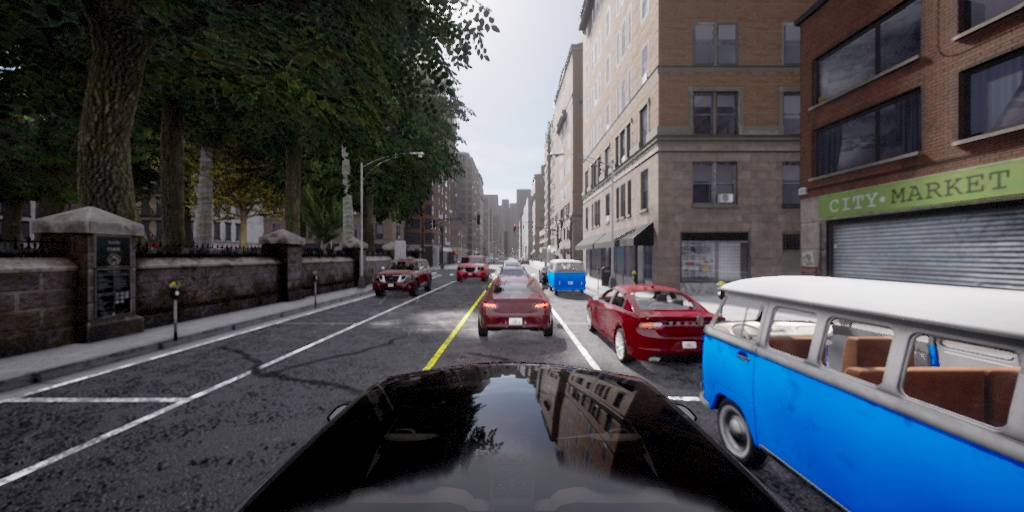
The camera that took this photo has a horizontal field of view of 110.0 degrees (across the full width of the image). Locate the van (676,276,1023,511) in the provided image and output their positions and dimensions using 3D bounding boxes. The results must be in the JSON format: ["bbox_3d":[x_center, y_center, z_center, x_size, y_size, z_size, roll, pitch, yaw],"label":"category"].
[{"bbox_3d":[2.856,1.091,2.338,1.690,1.789,3.998,0,0,0],"label":"van"}]

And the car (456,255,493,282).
[{"bbox_3d":[-3.014,0.960,28.598,2.150,2.045,5.566,0,0,0],"label":"car"}]

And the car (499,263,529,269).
[{"bbox_3d":[0.094,1.289,19.778,2.033,1.411,5.357,0,0,1],"label":"car"}]

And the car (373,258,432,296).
[{"bbox_3d":[-5.671,1.056,19.279,2.192,1.841,5.009,0,0,0],"label":"car"}]

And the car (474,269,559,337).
[{"bbox_3d":[0.094,1.273,10.199,1.812,1.442,4.674,0,0,0],"label":"car"}]

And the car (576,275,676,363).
[{"bbox_3d":[2.855,1.293,7.999,1.888,1.381,4.507,0,0,0],"label":"car"}]

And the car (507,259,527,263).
[{"bbox_3d":[-0.001,1.237,29.522,1.837,1.490,4.892,0,0,0],"label":"car"}]

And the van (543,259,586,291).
[{"bbox_3d":[2.854,1.082,19.320,1.690,1.789,3.998,0,0,0],"label":"van"}]
